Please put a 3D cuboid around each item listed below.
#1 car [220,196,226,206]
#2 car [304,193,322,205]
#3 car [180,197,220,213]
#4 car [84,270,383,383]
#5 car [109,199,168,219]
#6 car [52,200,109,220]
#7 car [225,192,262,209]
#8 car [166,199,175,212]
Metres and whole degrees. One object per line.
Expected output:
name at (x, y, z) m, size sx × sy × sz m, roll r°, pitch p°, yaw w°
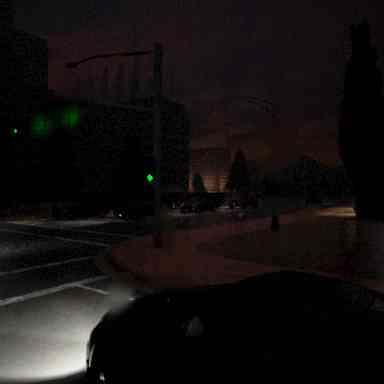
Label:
car at (1.865, 1.544, 43.938) m, size 2.033 × 1.411 × 5.357 m, roll 0°, pitch 0°, yaw 36°
car at (21.546, 1.489, 58.777) m, size 2.128 × 1.511 × 4.902 m, roll 0°, pitch 0°, yaw 36°
car at (0.723, 1.349, 36.422) m, size 2.097 × 1.767 × 4.553 m, roll 0°, pitch 0°, yaw 36°
car at (0.820, 1.564, 3.416) m, size 4.181 × 1.385 × 1.994 m, roll 0°, pitch 0°, yaw 35°
car at (-4.599, 1.598, 29.096) m, size 1.895 × 1.301 × 4.718 m, roll 0°, pitch 0°, yaw 36°
car at (-9.402, 1.474, 28.455) m, size 1.882 × 1.535 × 5.008 m, roll 0°, pitch 0°, yaw 36°
car at (7.028, 1.218, 45.078) m, size 2.150 × 2.045 × 5.566 m, roll 0°, pitch 0°, yaw 36°
car at (-3.878, 1.501, 36.039) m, size 1.837 × 1.490 × 4.892 m, roll 0°, pitch 0°, yaw 36°
